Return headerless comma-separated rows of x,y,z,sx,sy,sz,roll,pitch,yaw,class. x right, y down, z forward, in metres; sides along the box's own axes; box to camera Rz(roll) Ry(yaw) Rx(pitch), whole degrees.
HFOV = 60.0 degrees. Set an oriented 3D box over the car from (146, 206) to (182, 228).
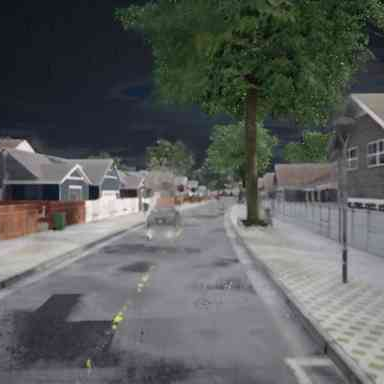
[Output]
-1.875,1.704,23.247,1.994,1.385,4.181,0,0,5,car
